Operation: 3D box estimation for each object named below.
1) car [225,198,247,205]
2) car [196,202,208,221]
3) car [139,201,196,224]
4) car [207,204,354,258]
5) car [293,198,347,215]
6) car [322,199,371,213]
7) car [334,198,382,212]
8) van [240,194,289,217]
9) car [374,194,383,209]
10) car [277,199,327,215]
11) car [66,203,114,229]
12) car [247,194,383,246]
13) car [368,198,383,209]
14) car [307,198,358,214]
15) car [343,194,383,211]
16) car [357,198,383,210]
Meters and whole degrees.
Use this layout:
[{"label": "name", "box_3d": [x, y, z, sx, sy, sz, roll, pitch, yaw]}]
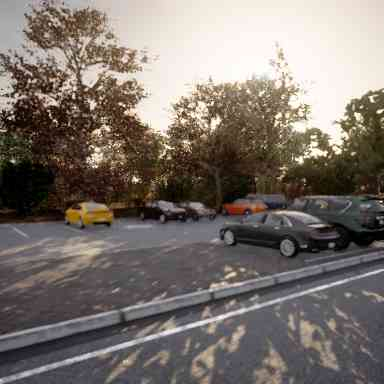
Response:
[{"label": "car", "box_3d": [4.597, 1.325, 29.725, 2.185, 1.767, 4.553, 0, 0, -35]}, {"label": "car", "box_3d": [0.041, 1.475, 26.521, 2.002, 1.452, 4.674, 0, 0, -35]}, {"label": "car", "box_3d": [-2.231, 1.431, 24.908, 2.097, 1.535, 5.008, 0, 0, -35]}, {"label": "car", "box_3d": [3.073, 1.433, 12.615, 2.231, 1.521, 4.892, 0, 0, -35]}, {"label": "car", "box_3d": [13.753, 1.502, 36.067, 1.946, 1.575, 5.366, 0, 0, -36]}, {"label": "car", "box_3d": [18.195, 1.563, 39.433, 2.163, 1.488, 4.792, 0, 0, -36]}, {"label": "car", "box_3d": [20.428, 1.577, 41.099, 2.163, 1.488, 4.792, 0, 0, -36]}, {"label": "van", "box_3d": [6.776, 1.236, 31.459, 1.878, 1.987, 4.442, 0, 0, -35]}, {"label": "car", "box_3d": [29.526, 1.372, 47.528, 2.435, 2.045, 5.566, 1, 0, -36]}, {"label": "car", "box_3d": [11.379, 1.530, 34.598, 2.002, 1.452, 4.674, 0, 0, -36]}, {"label": "car", "box_3d": [-6.762, 1.436, 21.671, 2.097, 1.535, 5.008, 0, 0, -35]}, {"label": "car", "box_3d": [5.335, 1.180, 14.267, 2.435, 2.045, 5.566, 0, 0, -35]}, {"label": "car", "box_3d": [27.143, 1.640, 45.858, 2.002, 1.452, 4.674, 0, 0, -36]}, {"label": "car", "box_3d": [15.915, 1.519, 37.833, 2.097, 1.535, 5.008, 0, 0, -36]}, {"label": "car", "box_3d": [22.726, 1.312, 42.672, 2.435, 2.045, 5.566, 0, 0, -36]}, {"label": "car", "box_3d": [24.979, 1.582, 44.309, 2.097, 1.535, 5.008, 0, 0, -36]}]
